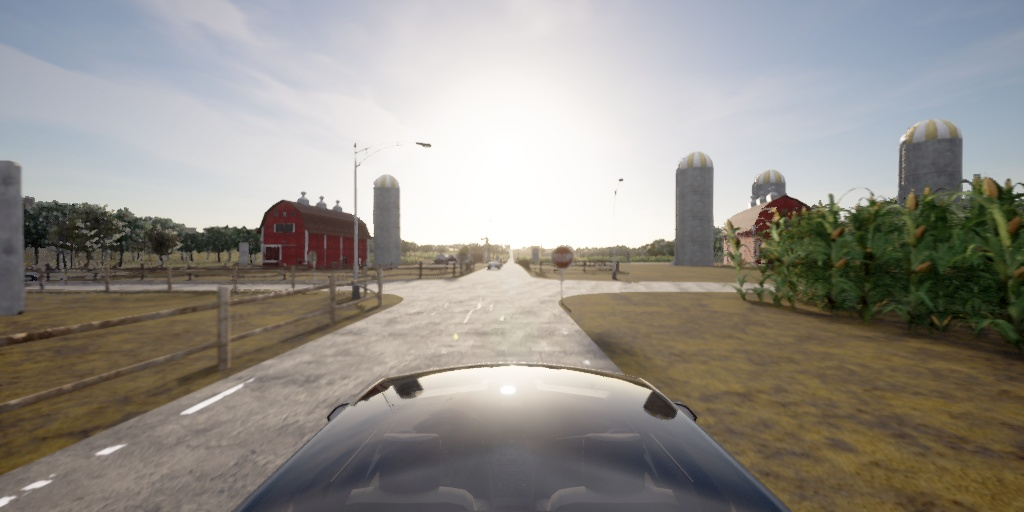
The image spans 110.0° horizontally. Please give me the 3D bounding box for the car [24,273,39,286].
[{"bbox_3d":[-34.052,1.415,23.276,4.718,1.301,1.895,0,1,0],"label":"car"}]

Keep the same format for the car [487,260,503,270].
[{"bbox_3d":[-2.797,1.321,55.374,2.128,1.511,4.902,0,0,0],"label":"car"}]
